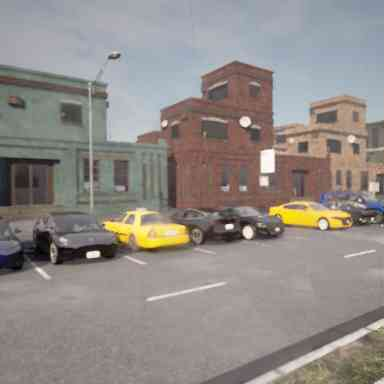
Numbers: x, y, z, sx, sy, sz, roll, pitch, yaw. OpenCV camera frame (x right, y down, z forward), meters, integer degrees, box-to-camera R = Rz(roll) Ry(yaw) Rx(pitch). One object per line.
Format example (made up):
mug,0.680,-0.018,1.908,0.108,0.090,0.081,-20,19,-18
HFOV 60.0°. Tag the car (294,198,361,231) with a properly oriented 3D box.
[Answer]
car,6.973,1.336,20.012,2.097,1.535,5.008,-1,0,-35

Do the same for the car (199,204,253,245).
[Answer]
car,0.160,1.433,15.218,2.163,1.488,4.792,-1,0,-35

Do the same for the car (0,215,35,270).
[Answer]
car,-6.616,1.501,10.365,2.163,1.488,4.792,-1,0,-35

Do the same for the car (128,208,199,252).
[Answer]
car,-2.200,1.422,13.744,1.946,1.575,5.366,-1,0,-35

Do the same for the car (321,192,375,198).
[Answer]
car,11.522,1.039,23.203,2.435,2.045,5.566,-1,0,-35

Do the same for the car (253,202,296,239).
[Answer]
car,2.343,1.382,16.730,2.097,1.535,5.008,-1,0,-35

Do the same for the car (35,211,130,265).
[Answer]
car,-4.347,1.478,11.966,2.163,1.488,4.792,-1,0,-35

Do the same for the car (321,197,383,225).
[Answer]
car,9.246,1.314,21.612,2.231,1.521,4.892,-1,0,-35
